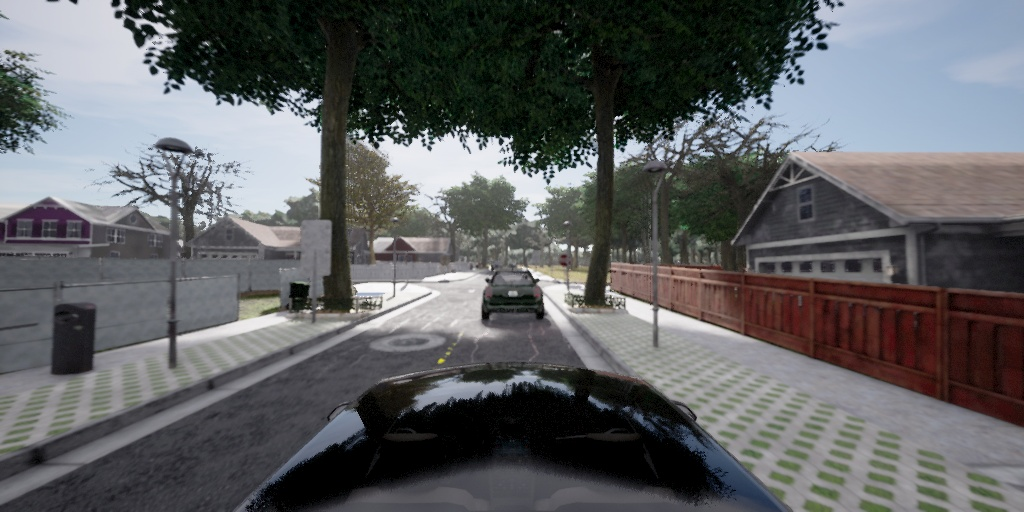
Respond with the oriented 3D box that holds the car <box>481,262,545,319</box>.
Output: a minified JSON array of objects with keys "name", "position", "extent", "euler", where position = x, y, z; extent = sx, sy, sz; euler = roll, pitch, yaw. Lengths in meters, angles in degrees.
[{"name":"car","position":[0.010,1.235,13.618],"extent":[2.097,1.767,4.553],"euler":[0,-1,0]}]
